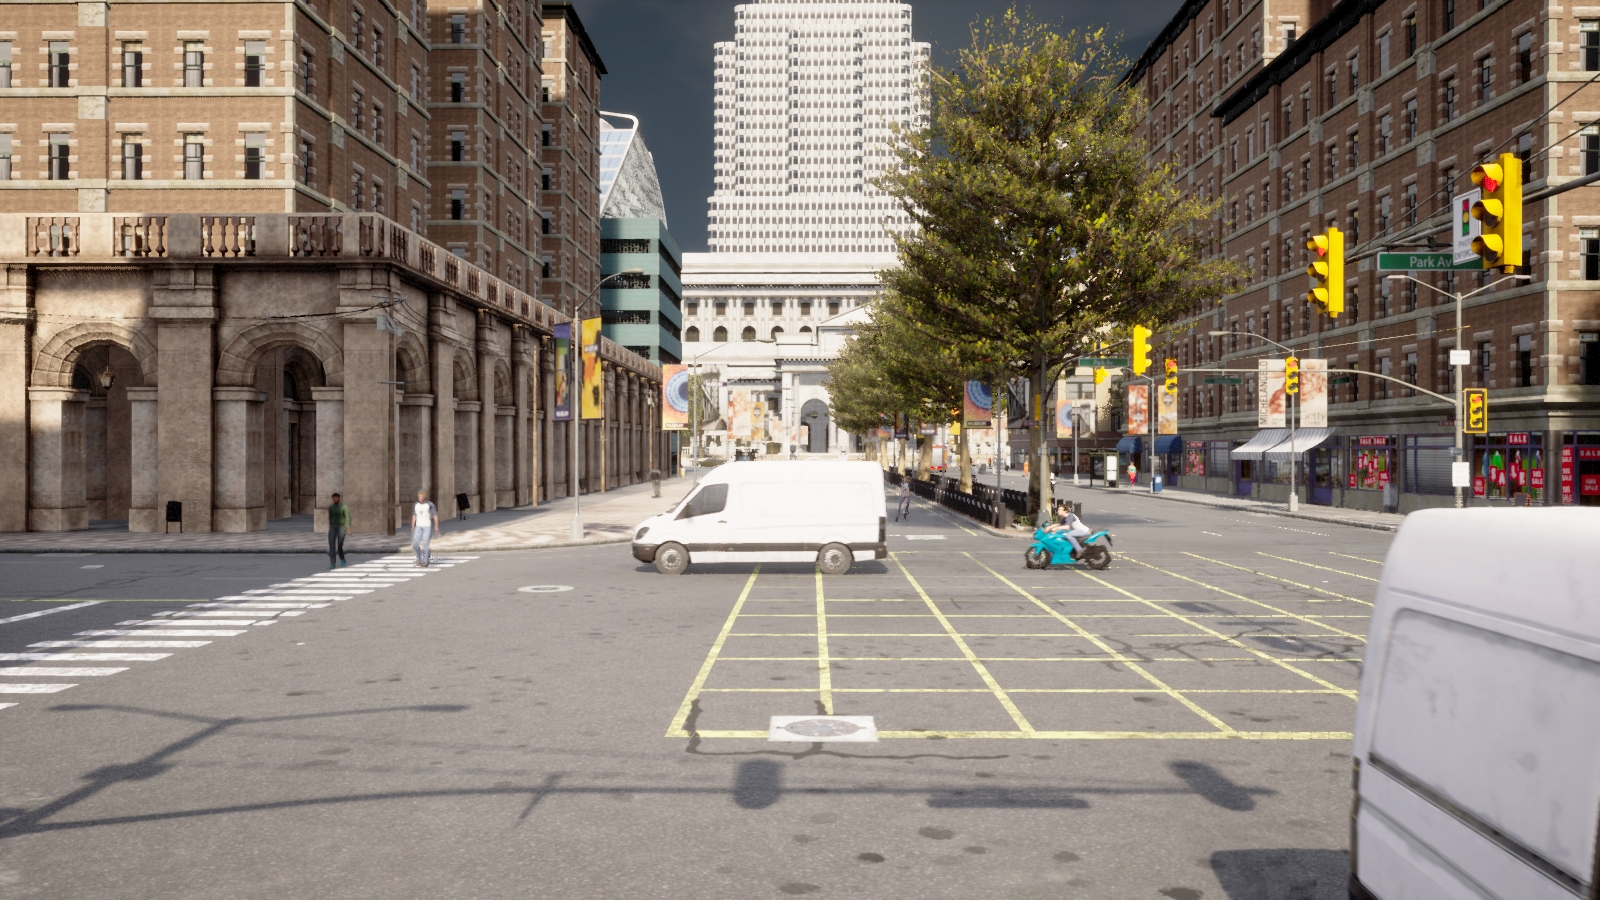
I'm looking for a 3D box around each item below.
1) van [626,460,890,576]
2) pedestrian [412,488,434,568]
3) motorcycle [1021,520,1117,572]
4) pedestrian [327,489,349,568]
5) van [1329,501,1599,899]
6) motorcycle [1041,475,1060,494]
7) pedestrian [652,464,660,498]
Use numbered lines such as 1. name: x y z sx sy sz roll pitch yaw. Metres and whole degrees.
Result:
1. van: -0.931 1.535 26.549 5.915 2.561 1.988 0 0 0
2. pedestrian: -8.950 1.849 27.159 0.375 1.860 0.375 0 0 6
3. motorcycle: 6.212 2.213 26.490 2.033 1.145 0.803 0 0 0
4. pedestrian: -10.923 1.848 27.031 0.375 1.860 0.375 0 0 0
5. van: 3.510 1.534 2.712 1.988 2.561 5.915 0 0 3
6. motorcycle: 15.924 2.213 72.719 0.803 1.145 2.033 0 0 2
7. pedestrian: -7.910 1.696 62.751 0.375 1.860 0.375 0 0 2
